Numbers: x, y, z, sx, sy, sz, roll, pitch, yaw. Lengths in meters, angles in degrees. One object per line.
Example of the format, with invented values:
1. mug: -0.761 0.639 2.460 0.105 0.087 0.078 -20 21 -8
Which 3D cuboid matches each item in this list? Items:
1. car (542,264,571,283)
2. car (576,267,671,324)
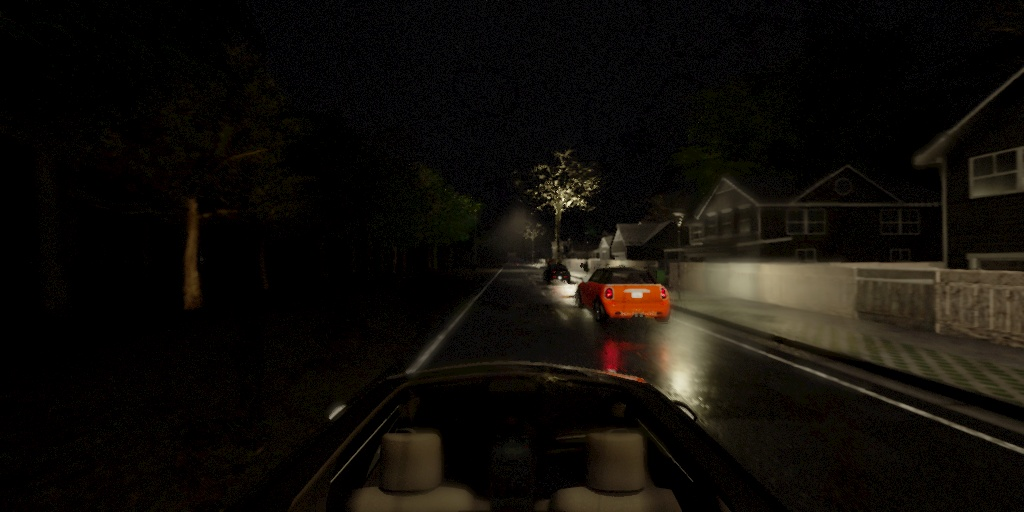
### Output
1. car: 3.586 1.386 29.228 1.837 1.490 4.892 0 0 0
2. car: 3.590 1.154 12.399 2.097 1.767 4.553 0 0 0
